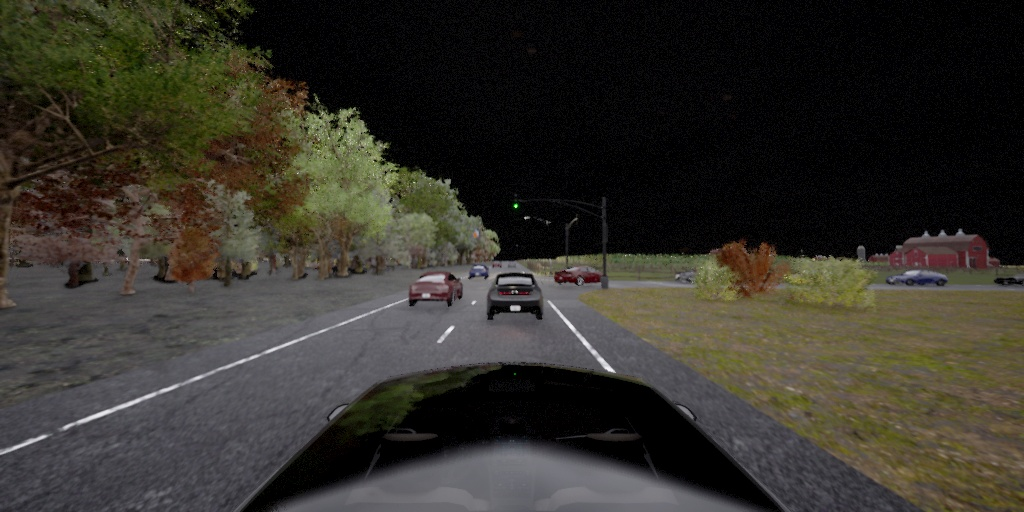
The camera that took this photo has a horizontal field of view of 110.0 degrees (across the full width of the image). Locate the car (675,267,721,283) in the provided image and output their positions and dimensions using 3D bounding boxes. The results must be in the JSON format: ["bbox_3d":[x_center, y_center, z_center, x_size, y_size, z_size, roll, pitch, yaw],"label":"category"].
[{"bbox_3d":[18.004,1.808,33.849,4.902,1.511,2.128,1,-2,1],"label":"car"}]

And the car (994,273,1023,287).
[{"bbox_3d":[48.556,2.251,33.627,4.718,1.301,1.895,1,-2,1],"label":"car"}]

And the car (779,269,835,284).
[{"bbox_3d":[27.801,1.949,33.781,4.674,1.442,1.812,1,-2,0],"label":"car"}]

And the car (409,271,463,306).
[{"bbox_3d":[-3.399,1.423,16.508,1.812,1.442,4.674,0,-1,0],"label":"car"}]

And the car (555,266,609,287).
[{"bbox_3d":[5.465,1.501,27.721,5.008,1.535,1.882,1,-3,-40],"label":"car"}]

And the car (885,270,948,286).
[{"bbox_3d":[38.033,2.061,33.723,4.674,1.442,1.812,1,-2,0],"label":"car"}]

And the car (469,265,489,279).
[{"bbox_3d":[-3.397,1.630,37.635,1.812,1.442,4.674,0,-1,0],"label":"car"}]

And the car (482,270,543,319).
[{"bbox_3d":[0.101,1.370,13.306,1.837,1.490,4.892,0,-1,0],"label":"car"}]
